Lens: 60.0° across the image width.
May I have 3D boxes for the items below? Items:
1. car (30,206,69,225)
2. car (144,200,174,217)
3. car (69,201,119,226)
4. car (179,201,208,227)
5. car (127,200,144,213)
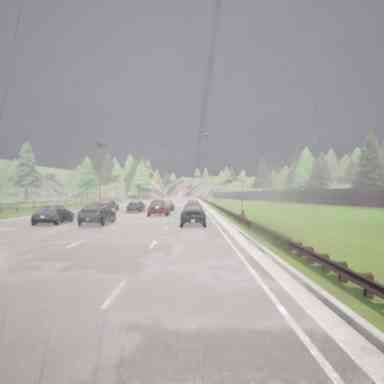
[{"bbox_3d":[-10.395,1.710,25.121,1.994,1.385,4.181,0,0,0],"label":"car"},{"bbox_3d":[-3.357,1.565,34.375,2.097,1.767,4.553,0,0,0],"label":"car"},{"bbox_3d":[-6.904,1.638,24.495,2.128,1.511,4.902,0,0,0],"label":"car"},{"bbox_3d":[0.093,1.660,24.270,1.837,1.490,4.892,0,0,1],"label":"car"},{"bbox_3d":[-6.878,1.745,41.532,2.128,1.511,4.902,0,0,0],"label":"car"}]
